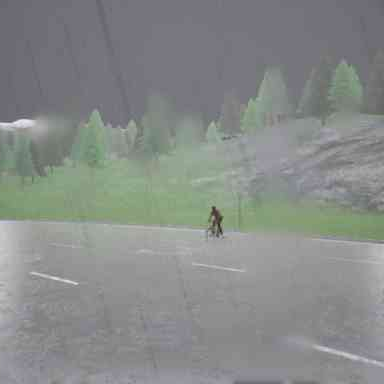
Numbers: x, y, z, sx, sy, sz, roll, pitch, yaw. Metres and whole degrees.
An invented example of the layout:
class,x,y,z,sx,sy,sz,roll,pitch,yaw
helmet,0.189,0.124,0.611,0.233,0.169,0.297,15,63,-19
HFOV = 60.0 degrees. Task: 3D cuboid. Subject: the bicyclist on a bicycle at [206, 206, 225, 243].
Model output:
class,x,y,z,sx,sy,sz,roll,pitch,yaw
bicyclist on a bicycle,1.083,1.450,15.150,0.582,1.620,1.656,0,2,35
